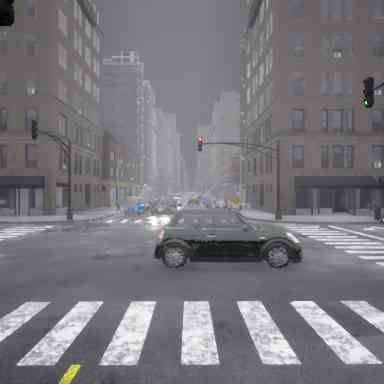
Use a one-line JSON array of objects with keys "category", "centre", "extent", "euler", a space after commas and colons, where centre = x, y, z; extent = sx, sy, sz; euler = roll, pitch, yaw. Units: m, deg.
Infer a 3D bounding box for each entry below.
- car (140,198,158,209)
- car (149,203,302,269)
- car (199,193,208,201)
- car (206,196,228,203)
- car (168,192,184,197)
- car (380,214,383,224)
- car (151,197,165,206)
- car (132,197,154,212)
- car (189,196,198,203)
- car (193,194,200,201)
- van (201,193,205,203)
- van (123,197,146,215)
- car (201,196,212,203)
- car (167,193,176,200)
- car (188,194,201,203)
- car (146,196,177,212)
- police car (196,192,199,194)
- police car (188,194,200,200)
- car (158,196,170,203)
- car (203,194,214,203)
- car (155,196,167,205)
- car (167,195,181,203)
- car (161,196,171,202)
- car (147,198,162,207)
[{"category": "car", "centre": [-5.709, 1.569, 44.713], "extent": [1.947, 1.339, 4.313], "euler": [0, 0, 0]}, {"category": "car", "centre": [1.100, 1.357, 10.662], "extent": [4.553, 1.767, 2.097], "euler": [0, 0, 0]}, {"category": "car", "centre": [2.951, 1.309, 84.372], "extent": [2.192, 1.841, 5.009], "euler": [0, 0, 0]}, {"category": "car", "centre": [2.778, 1.442, 33.350], "extent": [1.967, 1.590, 4.097], "euler": [0, 0, 0]}, {"category": "car", "centre": [-2.904, 1.224, 54.492], "extent": [2.150, 2.045, 5.566], "euler": [0, 0, 0]}, {"category": "car", "centre": [14.355, 1.520, 20.697], "extent": [4.892, 1.490, 1.837], "euler": [0, 0, 0]}, {"category": "car", "centre": [-5.671, 1.568, 56.050], "extent": [1.947, 1.339, 4.313], "euler": [0, 0, 0]}, {"category": "car", "centre": [-5.729, 1.443, 39.045], "extent": [1.967, 1.590, 4.097], "euler": [0, 0, 0]}, {"category": "car", "centre": [0.291, 1.601, 69.737], "extent": [1.895, 1.301, 4.718], "euler": [0, 0, 1]}, {"category": "car", "centre": [1.088, 1.448, 89.541], "extent": [1.801, 1.575, 5.366], "euler": [0, 0, 0]}, {"category": "van", "centre": [2.855, 1.344, 56.026], "extent": [1.690, 1.788, 3.998], "euler": [0, 0, 0]}, {"category": "van", "centre": [-5.748, 1.343, 33.376], "extent": [1.690, 1.788, 3.998], "euler": [0, 0, 0]}, {"category": "car", "centre": [2.894, 1.551, 67.365], "extent": [2.008, 1.369, 4.403], "euler": [0, 0, 0]}, {"category": "car", "centre": [-5.555, 1.306, 90.059], "extent": [2.192, 1.841, 5.009], "euler": [0, 0, 0]}, {"category": "car", "centre": [0.299, 1.528, 59.143], "extent": [1.812, 1.442, 4.674], "euler": [0, 0, 0]}, {"category": "car", "centre": [-2.993, 1.493, 33.517], "extent": [2.128, 1.511, 4.902], "euler": [0, 0, 0]}, {"category": "police car", "centre": [1.064, 1.421, 79.446], "extent": [1.930, 1.638, 5.238], "euler": [0, 0, -1]}, {"category": "police car", "centre": [0.595, 1.414, 95.369], "extent": [1.930, 1.638, 5.238], "euler": [0, 0, -16]}, {"category": "car", "centre": [-5.632, 1.566, 67.386], "extent": [1.947, 1.339, 4.313], "euler": [0, 0, 0]}, {"category": "car", "centre": [2.816, 1.443, 44.688], "extent": [1.967, 1.590, 4.097], "euler": [0, 0, 0]}, {"category": "car", "centre": [-5.652, 1.527, 61.548], "extent": [1.752, 1.417, 4.829], "euler": [0, 0, 0]}, {"category": "car", "centre": [-2.953, 1.494, 43.762], "extent": [2.128, 1.511, 4.902], "euler": [0, 0, 0]}, {"category": "car", "centre": [-5.613, 1.543, 73.054], "extent": [1.887, 1.381, 4.507], "euler": [0, 0, 0]}, {"category": "car", "centre": [-5.690, 1.585, 50.381], "extent": [1.802, 1.307, 4.206], "euler": [0, 0, 0]}]
